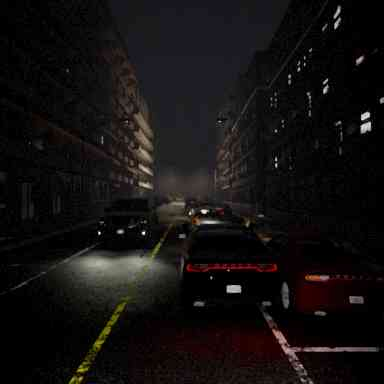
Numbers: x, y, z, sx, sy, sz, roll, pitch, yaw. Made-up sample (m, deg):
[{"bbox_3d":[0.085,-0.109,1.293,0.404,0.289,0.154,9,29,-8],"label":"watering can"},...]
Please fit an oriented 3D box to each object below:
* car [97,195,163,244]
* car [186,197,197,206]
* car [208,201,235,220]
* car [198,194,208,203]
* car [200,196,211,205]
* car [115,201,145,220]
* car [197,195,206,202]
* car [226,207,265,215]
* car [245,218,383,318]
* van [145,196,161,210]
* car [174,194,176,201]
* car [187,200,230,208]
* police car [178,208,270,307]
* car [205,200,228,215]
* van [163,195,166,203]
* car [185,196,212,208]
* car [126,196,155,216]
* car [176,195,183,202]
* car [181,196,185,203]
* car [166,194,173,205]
[{"bbox_3d":[-2.880,1.238,16.119,2.150,2.045,5.566,0,0,0],"label":"car"},{"bbox_3d":[-0.112,1.629,58.811,1.837,1.490,4.892,0,0,0],"label":"car"},{"bbox_3d":[2.528,1.587,29.545,1.887,1.381,4.507,1,0,0],"label":"car"},{"bbox_3d":[2.414,1.498,73.793,2.192,1.841,5.009,1,0,0],"label":"car"},{"bbox_3d":[2.474,1.579,62.731,1.967,1.590,4.097,1,0,0],"label":"car"},{"bbox_3d":[-5.352,1.567,29.423,1.752,1.417,4.829,2,0,0],"label":"car"},{"bbox_3d":[2.389,1.675,84.856,1.967,1.590,4.097,1,0,0],"label":"car"},{"bbox_3d":[2.560,1.538,13.125,1.752,1.417,4.829,1,0,0],"label":"car"},{"bbox_3d":[2.570,1.551,7.423,1.887,1.381,4.507,1,0,0],"label":"car"},{"bbox_3d":[-5.379,1.423,46.184,1.690,1.788,3.998,2,0,0],"label":"van"},{"bbox_3d":[-5.449,1.774,79.368,1.947,1.339,4.313,1,0,0],"label":"car"},{"bbox_3d":[0.790,1.475,18.281,1.801,1.575,5.366,0,0,0],"label":"car"},{"bbox_3d":[0.694,1.432,8.194,1.930,1.638,5.238,0,0,0],"label":"police car"},{"bbox_3d":[2.517,1.604,35.077,2.008,1.369,4.403,1,0,0],"label":"car"},{"bbox_3d":[-5.390,1.441,51.716,1.690,1.788,3.998,1,0,0],"label":"van"},{"bbox_3d":[0.778,1.381,24.062,2.097,1.767,4.553,0,0,0],"label":"car"},{"bbox_3d":[-5.357,1.369,35.125,2.192,1.841,5.009,2,0,0],"label":"car"},{"bbox_3d":[-2.904,1.568,81.170,2.097,1.767,4.553,0,0,0],"label":"car"},{"bbox_3d":[-0.077,1.626,45.142,2.033,1.411,5.357,0,0,0],"label":"car"},{"bbox_3d":[-5.411,1.454,62.777,2.192,1.841,5.009,1,0,0],"label":"car"}]
